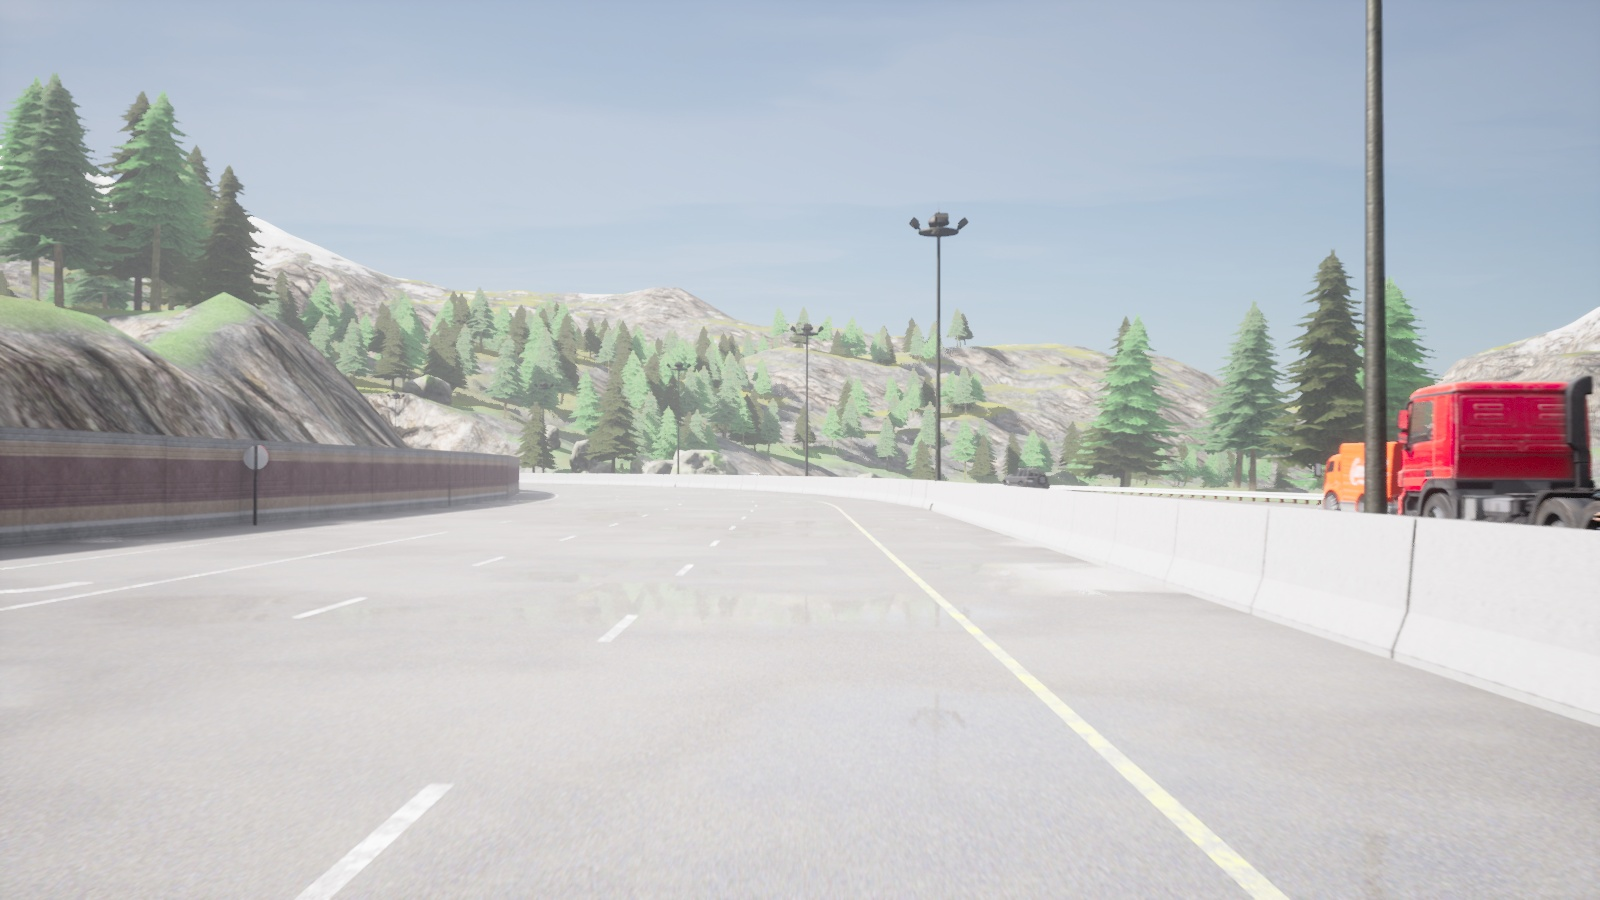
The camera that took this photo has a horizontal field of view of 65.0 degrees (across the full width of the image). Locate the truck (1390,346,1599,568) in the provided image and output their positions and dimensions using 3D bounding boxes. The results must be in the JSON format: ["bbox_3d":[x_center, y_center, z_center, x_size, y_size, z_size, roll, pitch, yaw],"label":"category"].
[{"bbox_3d":[13.942,0.155,22.581,2.891,3.462,7.936,0,-1,0],"label":"truck"}]

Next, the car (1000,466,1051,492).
[{"bbox_3d":[16.201,2.082,90.565,1.932,1.855,4.605,0,-1,-14],"label":"car"}]

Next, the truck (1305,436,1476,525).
[{"bbox_3d":[17.410,0.884,37.404,2.627,2.467,5.204,0,-1,0],"label":"truck"}]
